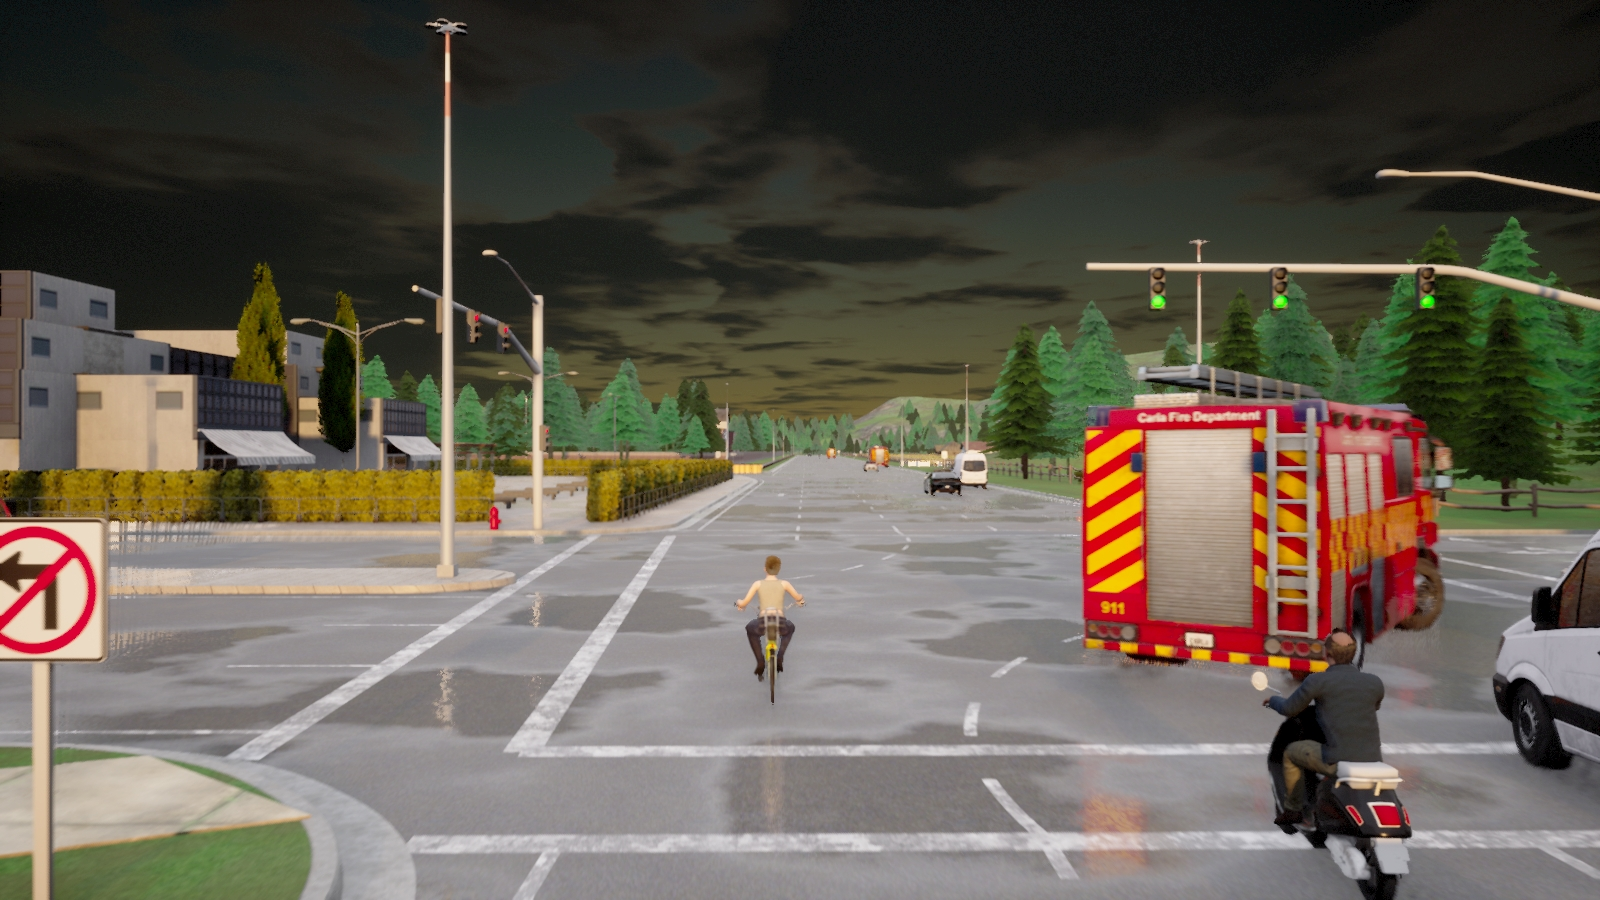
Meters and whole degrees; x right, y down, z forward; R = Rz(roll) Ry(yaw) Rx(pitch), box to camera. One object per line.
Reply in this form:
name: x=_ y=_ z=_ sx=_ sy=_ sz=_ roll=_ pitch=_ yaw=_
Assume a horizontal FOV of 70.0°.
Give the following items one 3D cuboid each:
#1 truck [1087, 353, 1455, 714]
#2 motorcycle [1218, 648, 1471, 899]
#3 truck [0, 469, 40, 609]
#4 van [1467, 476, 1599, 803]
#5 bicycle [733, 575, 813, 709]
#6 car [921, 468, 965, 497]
truck: x=7.169 y=0.899 z=16.396 sx=2.891 sy=3.827 sz=8.468 roll=-1 pitch=0 yaw=36
motorcycle: x=3.549 y=2.147 z=7.655 sx=0.856 sy=1.316 sz=1.805 roll=1 pitch=0 yaw=1
truck: x=-16.798 y=1.583 z=20.022 sx=5.204 sy=2.467 sz=2.627 roll=0 pitch=0 yaw=-1
van: x=7.319 y=1.538 z=8.179 sx=1.988 sy=2.561 sz=5.915 roll=0 pitch=0 yaw=4
bicycle: x=-0.327 y=2.166 z=13.141 sx=0.859 sy=1.276 sz=1.487 roll=0 pitch=0 yaw=-3
car: x=8.928 y=2.023 z=71.832 sx=2.097 sy=1.638 sz=5.238 roll=0 pitch=0 yaw=0
